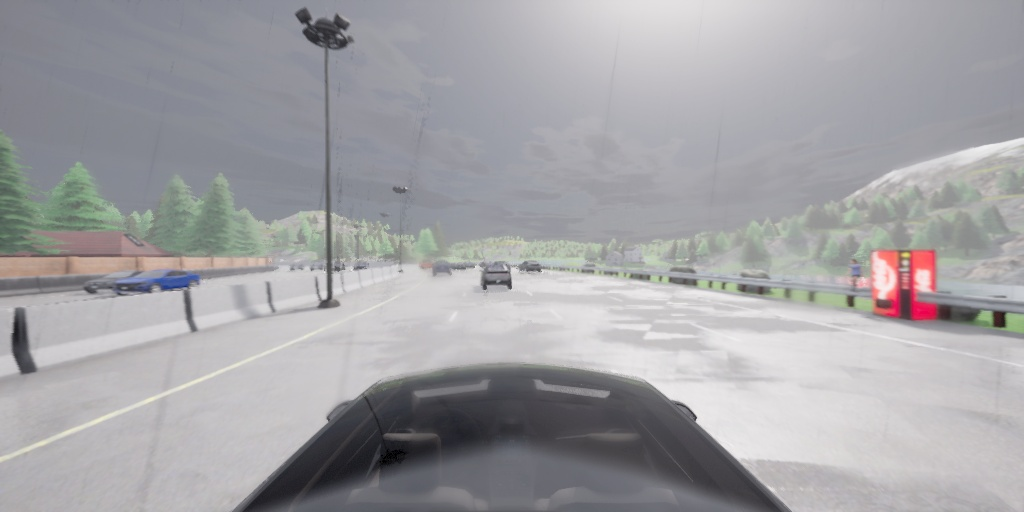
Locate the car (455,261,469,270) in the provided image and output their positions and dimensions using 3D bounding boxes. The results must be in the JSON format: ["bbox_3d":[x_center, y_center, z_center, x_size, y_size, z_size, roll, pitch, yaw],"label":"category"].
[{"bbox_3d":[-8.566,1.632,56.515,1.895,1.301,4.718,-1,0,-19],"label":"car"}]

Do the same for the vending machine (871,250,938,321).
[{"bbox_3d":[11.861,0.804,10.868,1.100,2.100,0.880,0,0,-3],"label":"vending machine"}]

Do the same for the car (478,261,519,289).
[{"bbox_3d":[-1.141,1.319,23.771,2.128,1.511,4.902,-1,0,-8],"label":"car"}]

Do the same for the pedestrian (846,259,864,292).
[{"bbox_3d":[11.248,0.605,11.696,0.500,1.100,0.500,-1,0,-3],"label":"pedestrian"}]

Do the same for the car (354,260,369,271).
[{"bbox_3d":[-24.277,1.576,58.071,2.097,1.767,4.553,-1,0,-20],"label":"car"}]

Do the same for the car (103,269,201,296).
[{"bbox_3d":[-22.553,1.592,23.029,1.882,1.535,5.008,-1,-1,-8],"label":"car"}]

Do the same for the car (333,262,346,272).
[{"bbox_3d":[-27.468,1.764,56.634,1.837,1.490,4.892,-1,0,-20],"label":"car"}]

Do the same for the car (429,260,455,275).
[{"bbox_3d":[-8.464,1.320,43.040,2.097,1.767,4.553,-1,0,-14],"label":"car"}]

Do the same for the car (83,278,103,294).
[{"bbox_3d":[-26.301,1.695,24.588,1.812,1.442,4.674,-1,0,-9],"label":"car"}]

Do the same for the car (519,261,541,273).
[{"bbox_3d":[2.138,1.328,44.027,1.837,1.490,4.892,0,0,-14],"label":"car"}]
